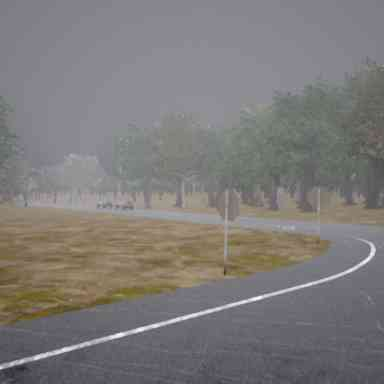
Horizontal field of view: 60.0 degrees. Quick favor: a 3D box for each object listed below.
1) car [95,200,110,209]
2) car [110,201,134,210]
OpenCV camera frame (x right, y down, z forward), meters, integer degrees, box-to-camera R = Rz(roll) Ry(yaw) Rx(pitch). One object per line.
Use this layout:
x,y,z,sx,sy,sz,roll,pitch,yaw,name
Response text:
-15.916,2.279,60.153,1.837,1.490,4.892,2,-2,-35,car
-10.951,2.137,53.025,1.837,1.490,4.892,2,-2,-34,car
